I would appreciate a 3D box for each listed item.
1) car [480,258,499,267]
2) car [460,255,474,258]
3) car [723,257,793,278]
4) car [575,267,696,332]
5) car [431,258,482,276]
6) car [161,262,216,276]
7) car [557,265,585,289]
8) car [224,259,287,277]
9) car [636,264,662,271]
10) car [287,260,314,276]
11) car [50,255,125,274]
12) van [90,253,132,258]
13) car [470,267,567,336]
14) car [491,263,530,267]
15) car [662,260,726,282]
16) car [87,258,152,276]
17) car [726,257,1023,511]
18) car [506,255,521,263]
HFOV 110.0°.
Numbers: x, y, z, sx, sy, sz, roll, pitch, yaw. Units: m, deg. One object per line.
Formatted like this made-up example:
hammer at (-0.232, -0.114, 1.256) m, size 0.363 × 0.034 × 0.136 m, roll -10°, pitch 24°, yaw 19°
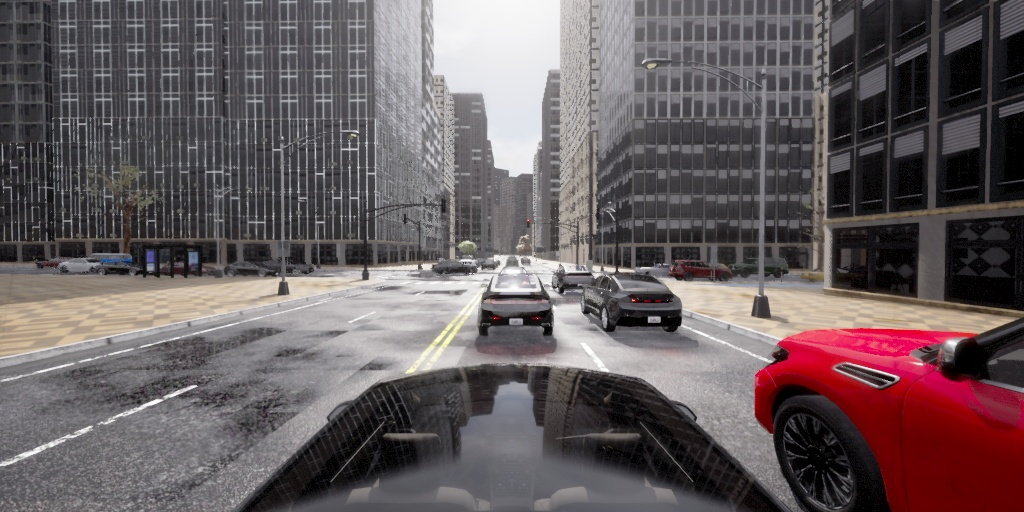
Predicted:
car at (-3.375, 1.192, 52.127) m, size 1.882 × 1.535 × 5.008 m, roll 0°, pitch 0°, yaw 0°
car at (-6.625, 0.935, 52.576) m, size 2.150 × 2.045 × 5.566 m, roll 0°, pitch 0°, yaw 0°
car at (24.979, 1.159, 36.575) m, size 5.566 × 2.045 × 2.150 m, roll 1°, pitch 1°, yaw 1°
car at (3.342, 1.251, 10.845) m, size 1.837 × 1.490 × 4.892 m, roll 0°, pitch 0°, yaw 0°
car at (-5.841, 1.203, 36.313) m, size 4.674 × 1.442 × 1.812 m, roll 0°, pitch 1°, yaw -28°
car at (-28.437, 1.138, 31.578) m, size 4.207 × 1.307 × 1.802 m, roll 0°, pitch 0°, yaw 1°
car at (3.338, 1.232, 20.093) m, size 2.128 × 1.511 × 4.902 m, roll 0°, pitch 0°, yaw 0°
car at (-22.752, 1.173, 31.449) m, size 4.313 × 1.339 × 1.948 m, roll 0°, pitch 0°, yaw 1°
car at (15.074, 1.452, 36.730) m, size 4.718 × 1.301 × 1.895 m, roll 0°, pitch 1°, yaw 0°
car at (-21.466, 1.080, 34.130) m, size 4.892 × 1.490 × 1.837 m, roll 1°, pitch 1°, yaw 1°
car at (-40.754, 0.925, 34.520) m, size 4.674 × 1.442 × 1.812 m, roll 1°, pitch 1°, yaw 1°
van at (-45.314, 0.604, 40.400) m, size 3.998 × 1.789 × 1.690 m, roll 0°, pitch 0°, yaw 1°
car at (0.093, 1.238, 10.352) m, size 2.128 × 1.511 × 4.902 m, roll 0°, pitch 0°, yaw 0°
car at (0.087, 1.288, 20.087) m, size 2.033 × 1.411 × 5.357 m, roll 0°, pitch 0°, yaw 0°
car at (16.173, 1.269, 30.948) m, size 5.009 × 1.841 × 2.192 m, roll 0°, pitch 0°, yaw 1°
car at (-34.117, 1.069, 31.747) m, size 4.313 × 1.339 × 1.948 m, roll 0°, pitch 0°, yaw 1°
car at (3.348, 0.972, 0.981) m, size 2.150 × 2.045 × 5.566 m, roll 0°, pitch 0°, yaw 0°
car at (0.049, 1.052, 63.268) m, size 2.097 × 1.767 × 4.553 m, roll 0°, pitch 0°, yaw 0°
